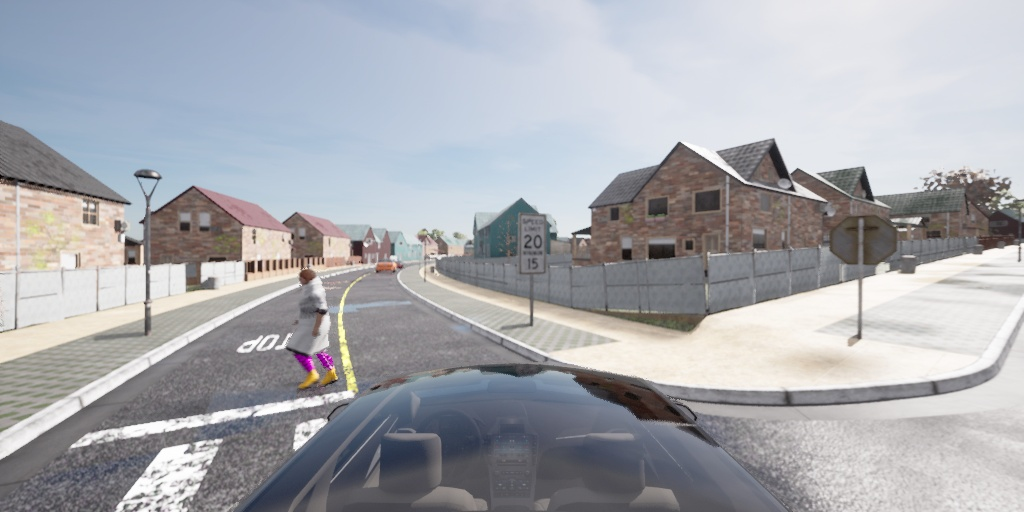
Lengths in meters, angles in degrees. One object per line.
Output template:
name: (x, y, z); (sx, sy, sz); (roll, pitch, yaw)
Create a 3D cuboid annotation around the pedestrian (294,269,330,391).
pedestrian: (-3.048, 1.059, 5.478); (0.375, 1.860, 0.375); (-1, 1, -28)

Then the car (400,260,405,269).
car: (-17.018, 1.225, 52.697); (1.994, 1.385, 4.181); (0, 0, -10)

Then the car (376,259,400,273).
car: (-15.026, 1.088, 43.063); (2.097, 1.767, 4.553); (0, 0, -14)
